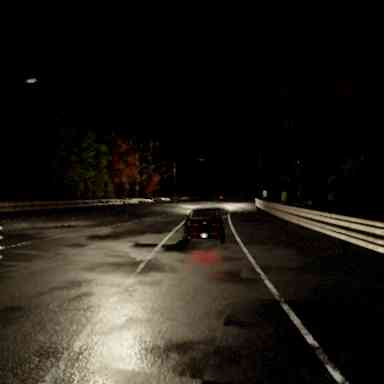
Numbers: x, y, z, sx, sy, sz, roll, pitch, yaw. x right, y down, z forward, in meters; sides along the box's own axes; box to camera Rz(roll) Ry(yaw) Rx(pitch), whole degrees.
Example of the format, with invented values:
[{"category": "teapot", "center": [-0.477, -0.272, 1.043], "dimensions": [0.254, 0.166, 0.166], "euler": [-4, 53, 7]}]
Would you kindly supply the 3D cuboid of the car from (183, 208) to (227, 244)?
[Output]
[{"category": "car", "center": [0.633, 1.541, 16.098], "dimensions": [1.837, 1.490, 4.892], "euler": [0, 0, 3]}]
